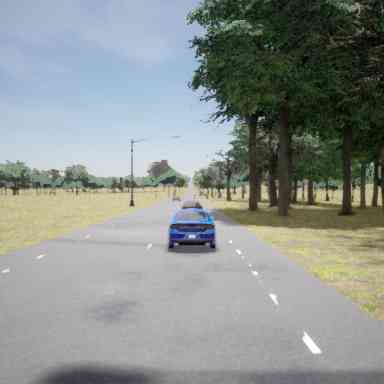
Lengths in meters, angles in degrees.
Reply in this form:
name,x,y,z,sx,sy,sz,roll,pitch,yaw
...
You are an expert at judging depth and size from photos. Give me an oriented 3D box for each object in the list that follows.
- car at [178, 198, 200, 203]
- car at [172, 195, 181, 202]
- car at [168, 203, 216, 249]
name,x,y,z,sx,sy,sz,roll,pitch,yaw
car,0.000,1.491,29.664,1.882,1.535,5.008,0,0,0
car,-3.499,1.519,75.942,1.812,1.442,4.674,0,0,0
car,0.000,1.483,14.657,1.882,1.535,5.008,0,0,0
